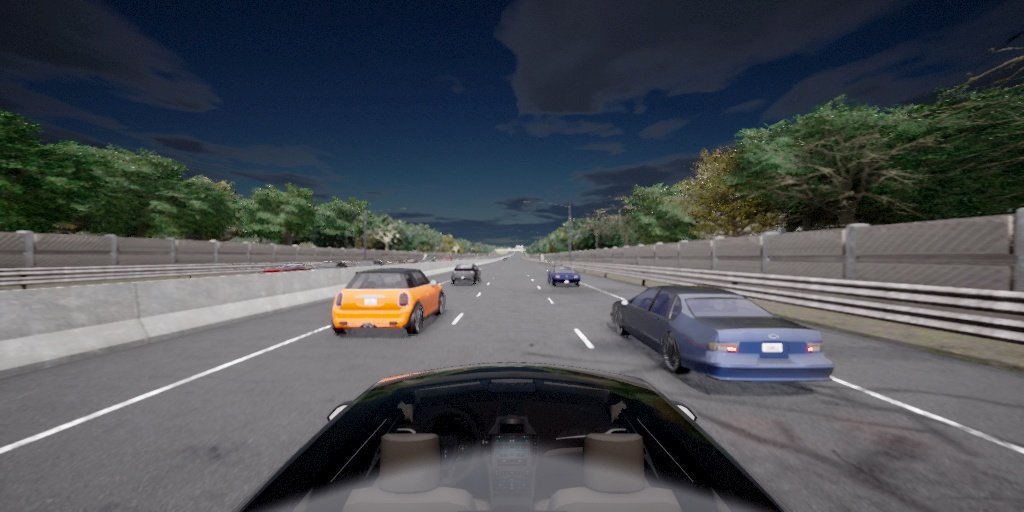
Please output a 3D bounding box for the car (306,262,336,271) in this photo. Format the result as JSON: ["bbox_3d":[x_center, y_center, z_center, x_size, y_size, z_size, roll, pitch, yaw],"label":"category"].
[{"bbox_3d":[-17.576,1.342,35.079,1.837,1.490,4.892,0,0,0],"label":"car"}]

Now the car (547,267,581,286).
[{"bbox_3d":[3.604,1.412,25.810,1.895,1.301,4.718,0,0,0],"label":"car"}]

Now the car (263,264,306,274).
[{"bbox_3d":[-21.079,1.434,33.834,1.895,1.301,4.718,0,0,0],"label":"car"}]

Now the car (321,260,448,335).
[{"bbox_3d":[-3.405,1.123,10.763,2.097,1.767,4.553,0,0,0],"label":"car"}]

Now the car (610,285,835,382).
[{"bbox_3d":[3.591,1.311,7.449,2.033,1.411,5.357,0,0,0],"label":"car"}]

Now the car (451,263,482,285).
[{"bbox_3d":[-3.395,1.306,27.181,2.128,1.511,4.902,0,0,0],"label":"car"}]
